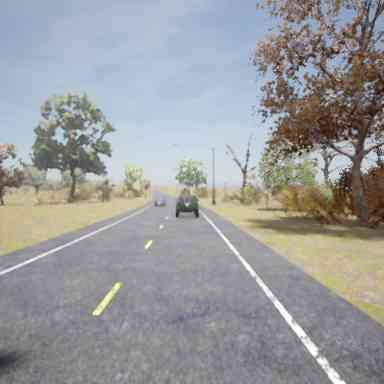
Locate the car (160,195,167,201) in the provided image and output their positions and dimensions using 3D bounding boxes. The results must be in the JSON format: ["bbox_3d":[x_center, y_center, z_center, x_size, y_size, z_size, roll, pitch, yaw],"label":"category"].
[{"bbox_3d":[-7.745,1.555,90.388,2.033,1.411,5.357,0,0,-5],"label":"car"}]

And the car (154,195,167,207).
[{"bbox_3d":[-5.028,1.534,52.507,2.128,1.511,4.902,0,0,-3],"label":"car"}]

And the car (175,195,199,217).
[{"bbox_3d":[-0.471,1.257,32.025,2.150,2.045,5.566,0,0,-1],"label":"car"}]

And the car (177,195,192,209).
[{"bbox_3d":[-1.125,1.391,47.781,2.097,1.767,4.553,0,0,-3],"label":"car"}]
